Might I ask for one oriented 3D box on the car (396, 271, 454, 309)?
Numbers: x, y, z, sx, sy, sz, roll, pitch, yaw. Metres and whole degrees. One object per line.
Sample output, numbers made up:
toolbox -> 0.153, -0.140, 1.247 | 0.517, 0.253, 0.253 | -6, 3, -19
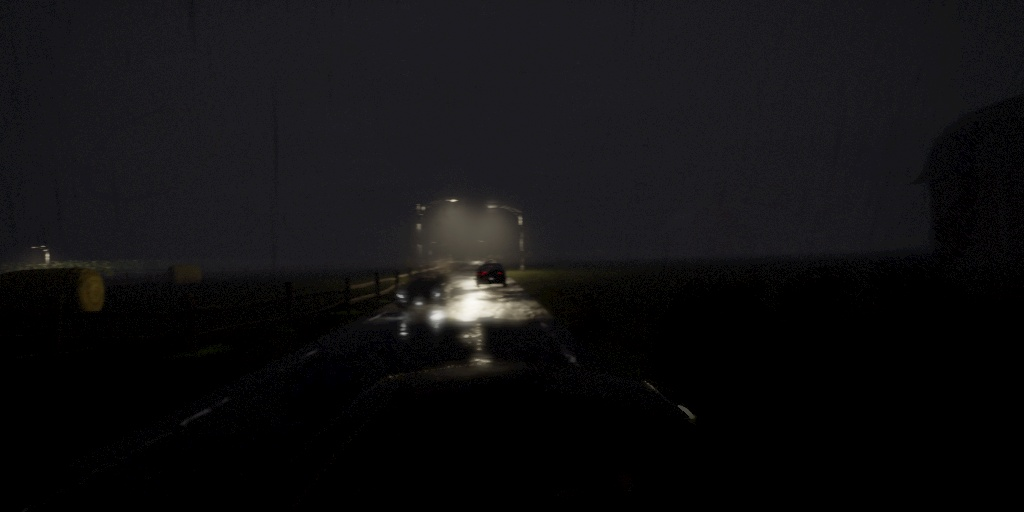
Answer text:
car -> -3.688, 1.402, 16.134 | 2.033, 1.411, 5.357 | -2, 0, -4

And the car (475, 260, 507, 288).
car -> -1.394, 1.205, 23.867 | 1.882, 1.535, 5.008 | -2, 0, -4
